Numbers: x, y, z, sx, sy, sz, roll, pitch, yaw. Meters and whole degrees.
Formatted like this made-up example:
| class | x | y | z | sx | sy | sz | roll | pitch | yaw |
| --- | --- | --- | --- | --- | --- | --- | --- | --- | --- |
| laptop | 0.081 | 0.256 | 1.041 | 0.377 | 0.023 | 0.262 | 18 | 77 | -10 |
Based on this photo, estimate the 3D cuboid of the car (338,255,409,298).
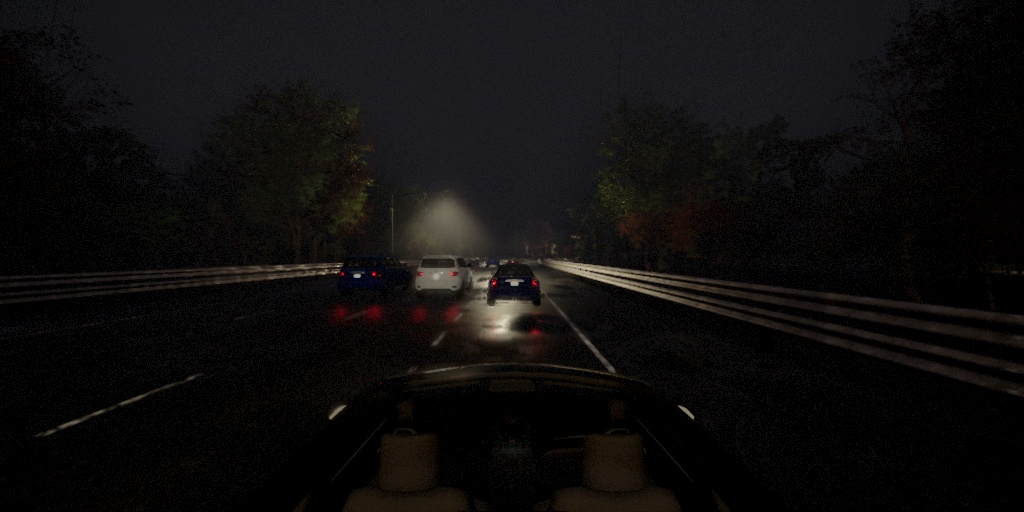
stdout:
| class | x | y | z | sx | sy | sz | roll | pitch | yaw |
| --- | --- | --- | --- | --- | --- | --- | --- | --- | --- |
| car | -6.899 | 0.975 | 18.672 | 2.150 | 2.045 | 5.566 | 0 | 0 | 0 |

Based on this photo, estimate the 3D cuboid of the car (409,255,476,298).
| class | x | y | z | sx | sy | sz | roll | pitch | yaw |
| --- | --- | --- | --- | --- | --- | --- | --- | --- | --- |
| car | -3.400 | 0.975 | 18.793 | 2.150 | 2.045 | 5.566 | 0 | 0 | 0 |

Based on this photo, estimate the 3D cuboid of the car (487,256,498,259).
| class | x | y | z | sx | sy | sz | roll | pitch | yaw |
| --- | --- | --- | --- | --- | --- | --- | --- | --- | --- |
| car | -3.406 | 0.992 | 65.210 | 2.150 | 2.045 | 5.566 | 0 | 0 | 0 |

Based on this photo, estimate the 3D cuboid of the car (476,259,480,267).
| class | x | y | z | sx | sy | sz | roll | pitch | yaw |
| --- | --- | --- | --- | --- | --- | --- | --- | --- | --- |
| car | -6.907 | 1.261 | 64.863 | 2.128 | 1.511 | 4.902 | 0 | 0 | 0 |

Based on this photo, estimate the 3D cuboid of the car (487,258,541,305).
| class | x | y | z | sx | sy | sz | roll | pitch | yaw |
| --- | --- | --- | --- | --- | --- | --- | --- | --- | --- |
| car | 0.100 | 1.105 | 16.137 | 2.097 | 1.767 | 4.553 | 0 | 0 | 0 |
